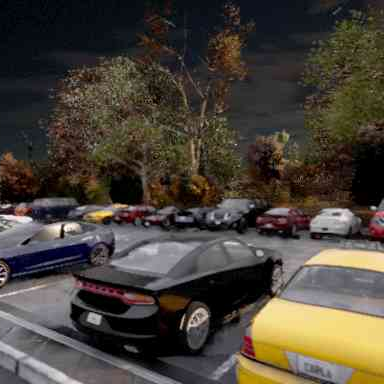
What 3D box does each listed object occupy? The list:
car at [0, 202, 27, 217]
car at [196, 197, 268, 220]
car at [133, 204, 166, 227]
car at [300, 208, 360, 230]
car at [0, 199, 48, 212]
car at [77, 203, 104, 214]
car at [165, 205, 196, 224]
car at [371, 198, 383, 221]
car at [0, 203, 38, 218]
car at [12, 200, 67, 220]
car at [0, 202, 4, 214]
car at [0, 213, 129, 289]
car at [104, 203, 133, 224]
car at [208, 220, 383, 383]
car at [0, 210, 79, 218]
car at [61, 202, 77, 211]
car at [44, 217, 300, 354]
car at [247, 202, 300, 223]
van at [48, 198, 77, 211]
[{"bbox_3d":[-21.919,1.994,38.153,2.097,1.535,5.008,-1,-1,36],"label":"car"},{"bbox_3d":[3.006,1.321,20.357,2.435,2.045,5.566,-1,-1,35],"label":"car"},{"bbox_3d":[-1.529,1.673,23.581,2.163,1.488,4.792,-1,-1,35],"label":"car"},{"bbox_3d":[7.463,1.551,17.219,2.002,1.452,4.674,-1,0,35],"label":"car"},{"bbox_3d":[-8.970,1.388,12.895,2.435,2.045,5.566,-1,-1,35],"label":"car"},{"bbox_3d":[-6.159,1.712,26.684,1.946,1.575,5.366,-1,-1,35],"label":"car"},{"bbox_3d":[0.774,1.637,22.015,2.163,1.488,4.792,-1,-1,35],"label":"car"},{"bbox_3d":[9.814,1.230,15.514,2.435,2.045,5.566,-1,0,35],"label":"car"},{"bbox_3d":[-19.653,1.987,36.531,2.002,1.452,4.674,-1,-1,36],"label":"car"},{"bbox_3d":[-15.142,1.736,33.272,2.185,1.767,4.553,-1,-1,35],"label":"car"},{"bbox_3d":[-26.456,2.099,41.381,2.097,1.535,5.008,-2,-1,36],"label":"car"},{"bbox_3d":[-4.434,1.598,9.597,2.163,1.488,4.792,-1,0,35],"label":"car"},{"bbox_3d":[-3.784,1.679,25.215,2.097,1.535,5.008,-1,-1,35],"label":"car"},{"bbox_3d":[2.542,1.474,4.899,1.946,1.575,5.366,-1,0,35],"label":"car"},{"bbox_3d":[-6.699,1.604,11.239,2.231,1.521,4.892,-1,-1,35],"label":"car"},{"bbox_3d":[-8.321,1.791,28.448,2.002,1.452,4.674,-1,-1,35],"label":"car"},{"bbox_3d":[0.150,1.505,6.366,2.097,1.535,5.008,-1,0,35],"label":"car"},{"bbox_3d":[5.293,1.541,18.759,2.097,1.535,5.008,-1,0,35],"label":"car"},{"bbox_3d":[-12.793,1.597,31.779,1.878,1.987,4.442,-1,-1,35],"label":"van"}]
